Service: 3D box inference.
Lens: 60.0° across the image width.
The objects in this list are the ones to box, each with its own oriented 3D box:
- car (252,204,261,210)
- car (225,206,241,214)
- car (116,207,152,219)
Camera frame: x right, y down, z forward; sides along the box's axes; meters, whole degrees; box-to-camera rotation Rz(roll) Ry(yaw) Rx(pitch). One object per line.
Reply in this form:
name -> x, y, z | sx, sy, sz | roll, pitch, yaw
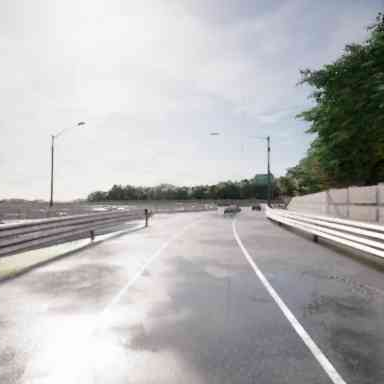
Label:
car -> 16.360, 3.751, 84.833 | 2.097, 1.767, 4.553 | 0, -2, 11
car -> 7.232, 3.097, 58.464 | 1.994, 1.385, 4.181 | -1, -2, 26
car -> -6.443, 2.383, 37.342 | 1.994, 1.385, 4.181 | -1, -2, 39
